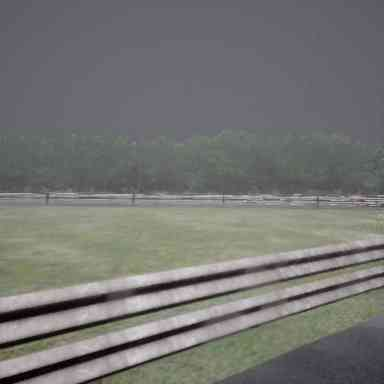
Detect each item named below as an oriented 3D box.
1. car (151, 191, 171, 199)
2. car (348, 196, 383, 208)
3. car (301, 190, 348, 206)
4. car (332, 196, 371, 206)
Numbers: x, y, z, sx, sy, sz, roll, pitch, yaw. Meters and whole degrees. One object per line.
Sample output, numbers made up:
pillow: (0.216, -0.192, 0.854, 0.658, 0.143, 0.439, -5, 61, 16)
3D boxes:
car: (-3.987, 0.556, 50.246, 4.553, 1.767, 2.097, 1, 0, 5)
car: (22.376, 1.278, 41.068, 4.718, 1.301, 1.895, 1, 0, 5)
car: (17.687, 0.799, 44.960, 5.566, 2.045, 2.150, 0, 1, 5)
car: (22.952, 1.241, 48.058, 4.718, 1.301, 1.895, 1, 0, 5)
